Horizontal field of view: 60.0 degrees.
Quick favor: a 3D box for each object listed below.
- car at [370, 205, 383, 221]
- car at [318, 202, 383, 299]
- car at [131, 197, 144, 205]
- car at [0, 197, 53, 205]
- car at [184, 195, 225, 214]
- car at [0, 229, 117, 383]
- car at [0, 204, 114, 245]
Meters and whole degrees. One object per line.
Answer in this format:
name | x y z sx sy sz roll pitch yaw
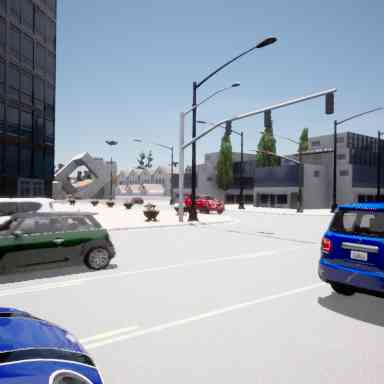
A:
car | 18.147 1.828 29.893 4.718 1.301 1.895 1 -1 -36
car | 5.179 1.239 7.497 5.566 2.045 2.150 0 0 -35
car | -10.272 1.646 62.296 1.882 1.535 5.008 1 0 -20
car | -7.491 1.222 11.546 5.566 2.045 2.150 0 0 -36
car | 1.267 1.314 36.702 2.150 2.045 5.566 1 -1 -35
car | -2.747 1.352 1.783 4.553 1.767 2.097 0 0 -35
car | -4.554 1.354 9.344 4.553 1.767 2.097 0 0 -36
